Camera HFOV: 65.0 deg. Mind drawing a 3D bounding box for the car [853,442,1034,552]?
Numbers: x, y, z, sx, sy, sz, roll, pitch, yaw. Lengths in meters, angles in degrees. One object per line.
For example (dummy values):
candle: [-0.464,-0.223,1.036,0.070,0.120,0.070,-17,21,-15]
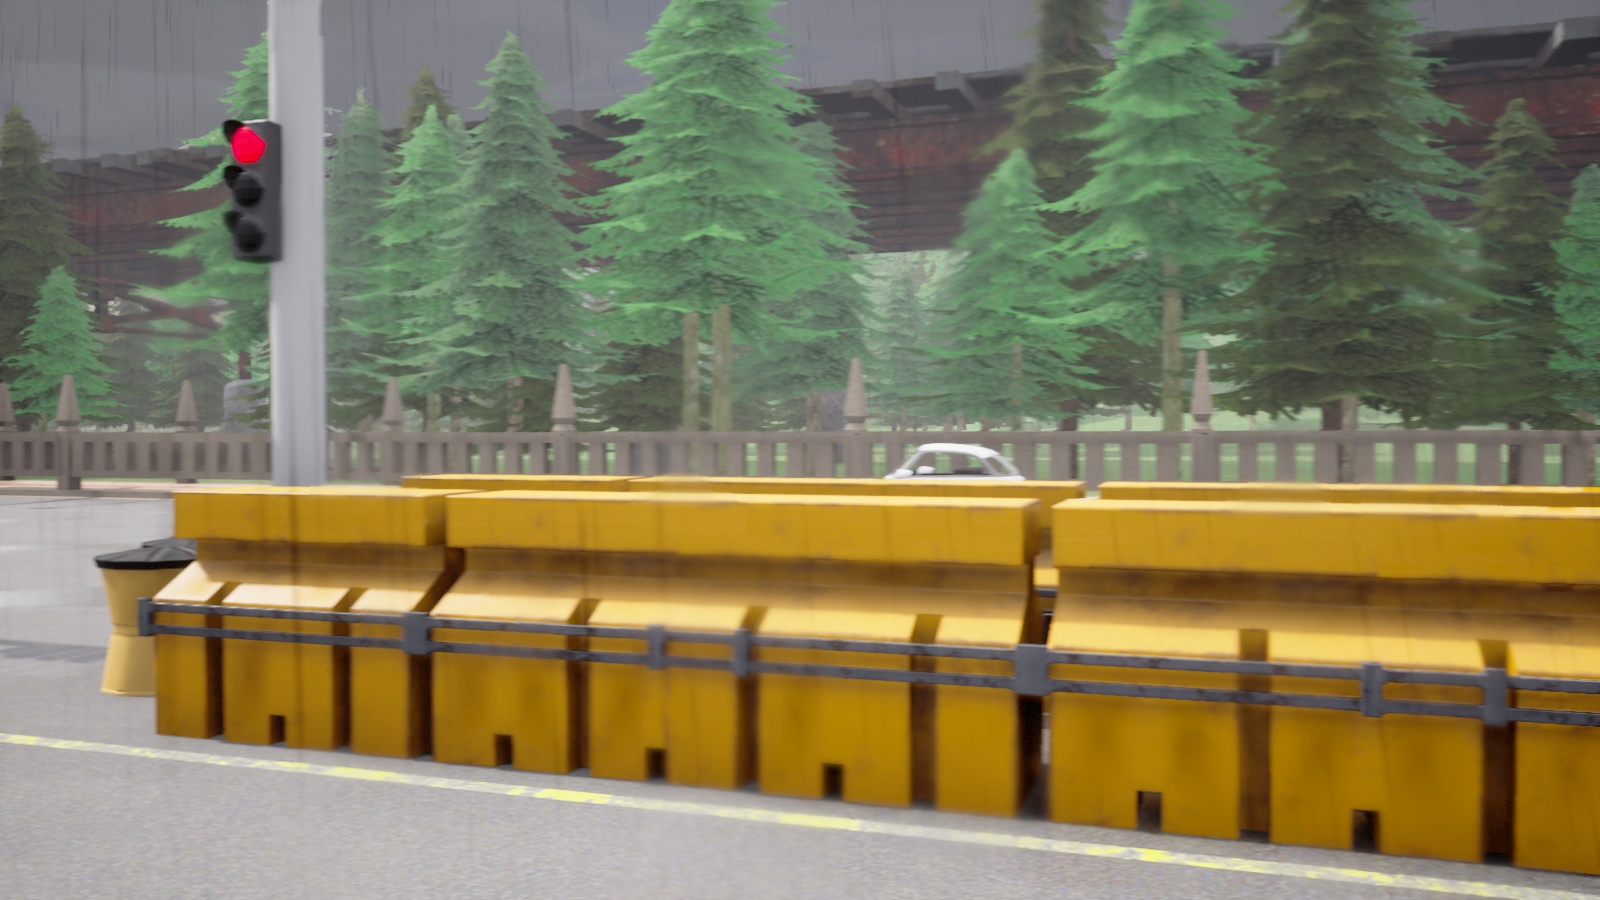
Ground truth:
car: [2.000,0.604,17.291,2.207,1.376,1.481,1,1,19]
